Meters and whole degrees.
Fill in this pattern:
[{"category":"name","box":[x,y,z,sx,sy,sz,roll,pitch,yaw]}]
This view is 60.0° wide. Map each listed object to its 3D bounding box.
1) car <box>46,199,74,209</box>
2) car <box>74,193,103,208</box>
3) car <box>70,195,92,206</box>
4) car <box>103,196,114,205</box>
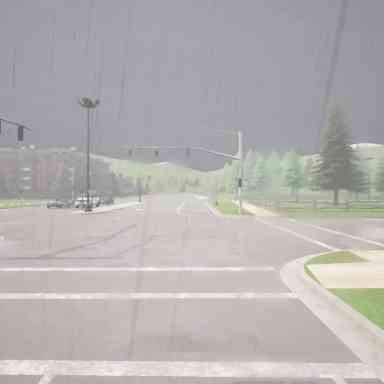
[{"category":"car","box":[-18.547,1.601,46.397,1.895,1.301,4.718,0,0,0]},{"category":"car","box":[-15.043,1.221,48.129,2.150,2.045,5.566,0,0,0]},{"category":"car","box":[-18.511,1.352,55.509,2.097,1.767,4.553,0,0,0]},{"category":"car","box":[-14.991,1.492,58.141,2.128,1.511,4.902,0,0,1]}]
